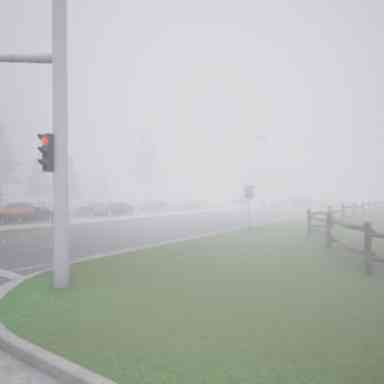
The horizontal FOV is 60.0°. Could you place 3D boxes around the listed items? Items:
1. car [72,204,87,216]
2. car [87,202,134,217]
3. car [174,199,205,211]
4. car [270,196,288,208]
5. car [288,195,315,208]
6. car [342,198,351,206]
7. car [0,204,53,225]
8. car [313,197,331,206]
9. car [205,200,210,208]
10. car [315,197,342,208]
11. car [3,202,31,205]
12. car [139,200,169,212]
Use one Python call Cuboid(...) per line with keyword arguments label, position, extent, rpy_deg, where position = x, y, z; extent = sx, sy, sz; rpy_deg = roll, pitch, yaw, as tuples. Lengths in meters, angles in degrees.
Cuboid(label="car", position=(-11.114, 1.888, 37.482), extent=(2.128, 1.511, 4.902), rpy_deg=(-1, -1, 35))
Cuboid(label="car", position=(-8.287, 1.856, 35.411), extent=(1.837, 1.490, 4.892), rpy_deg=(-1, 0, 35))
Cuboid(label="car", position=(-0.616, 1.880, 46.450), extent=(1.812, 1.442, 4.674), rpy_deg=(-1, 0, 35))
Cuboid(label="car", position=(14.069, 1.813, 53.206), extent=(1.994, 1.385, 4.181), rpy_deg=(-1, -1, 37))
Cuboid(label="car", position=(17.247, 1.425, 51.511), extent=(2.150, 2.045, 5.566), rpy_deg=(-1, -1, 36))
Cuboid(label="car", position=(26.565, 1.721, 58.359), extent=(1.994, 1.385, 4.181), rpy_deg=(-1, -1, 36))
Cuboid(label="car", position=(-13.530, 1.950, 27.857), extent=(1.895, 1.301, 4.718), rpy_deg=(-1, -1, 35))
Cuboid(label="car", position=(23.416, 1.707, 59.983), extent=(1.837, 1.490, 4.892), rpy_deg=(-1, -1, 36))
Cuboid(label="car", position=(1.120, 1.877, 55.000), extent=(1.882, 1.535, 5.008), rpy_deg=(-1, 0, 36))
Cuboid(label="car", position=(20.593, 1.636, 50.150), extent=(1.882, 1.535, 5.008), rpy_deg=(-1, -1, 36))
Cuboid(label="car", position=(-16.330, 1.747, 29.966), extent=(2.097, 1.767, 4.553), rpy_deg=(-1, -1, 35))
Cuboid(label="car", position=(-5.254, 1.889, 45.916), extent=(2.128, 1.511, 4.902), rpy_deg=(-1, -1, 35))
